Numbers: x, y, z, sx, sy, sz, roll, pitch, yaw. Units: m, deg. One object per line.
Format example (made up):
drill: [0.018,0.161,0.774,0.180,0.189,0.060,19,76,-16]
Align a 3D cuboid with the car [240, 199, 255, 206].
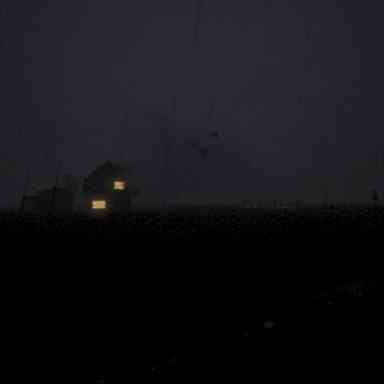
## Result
car: [12.291,2.343,73.865,1.837,1.490,4.892,1,-1,-16]
